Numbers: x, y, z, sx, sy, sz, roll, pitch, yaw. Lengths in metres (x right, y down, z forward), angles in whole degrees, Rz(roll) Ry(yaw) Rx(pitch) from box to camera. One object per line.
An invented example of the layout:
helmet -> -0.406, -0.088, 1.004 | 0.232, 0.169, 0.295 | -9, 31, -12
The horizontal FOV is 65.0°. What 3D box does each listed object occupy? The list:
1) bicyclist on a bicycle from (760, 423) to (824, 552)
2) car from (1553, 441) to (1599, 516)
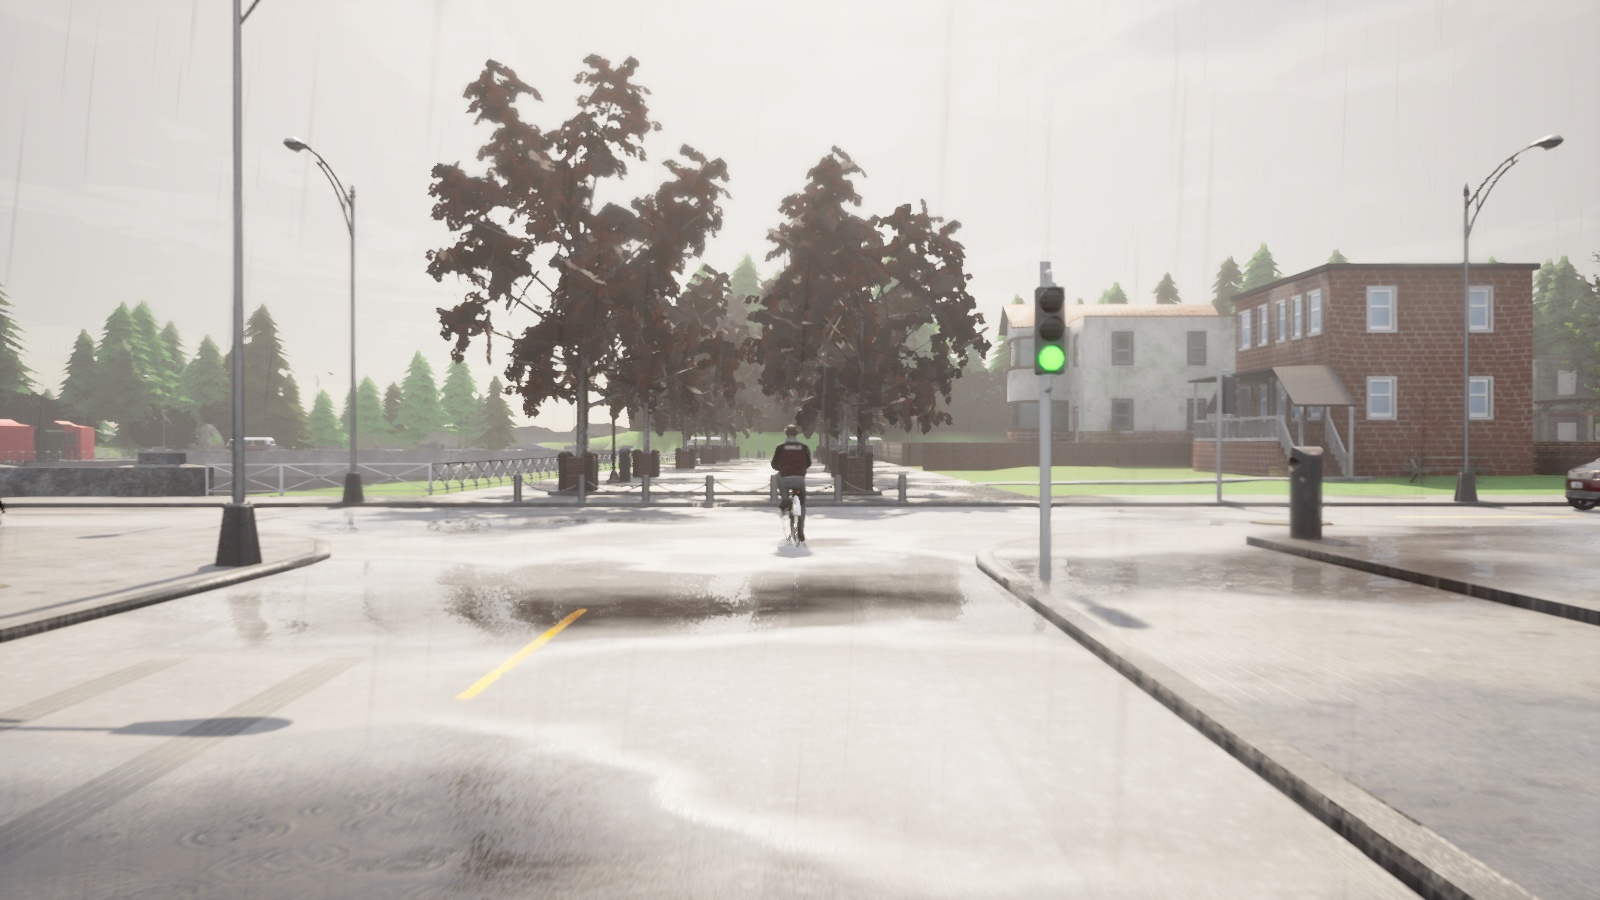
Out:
bicyclist on a bicycle -> -0.138, 0.513, 18.397 | 0.659, 1.776, 1.843 | -1, 1, -8
car -> 18.388, 0.590, 26.655 | 3.705, 1.549, 1.789 | 0, 0, 0
